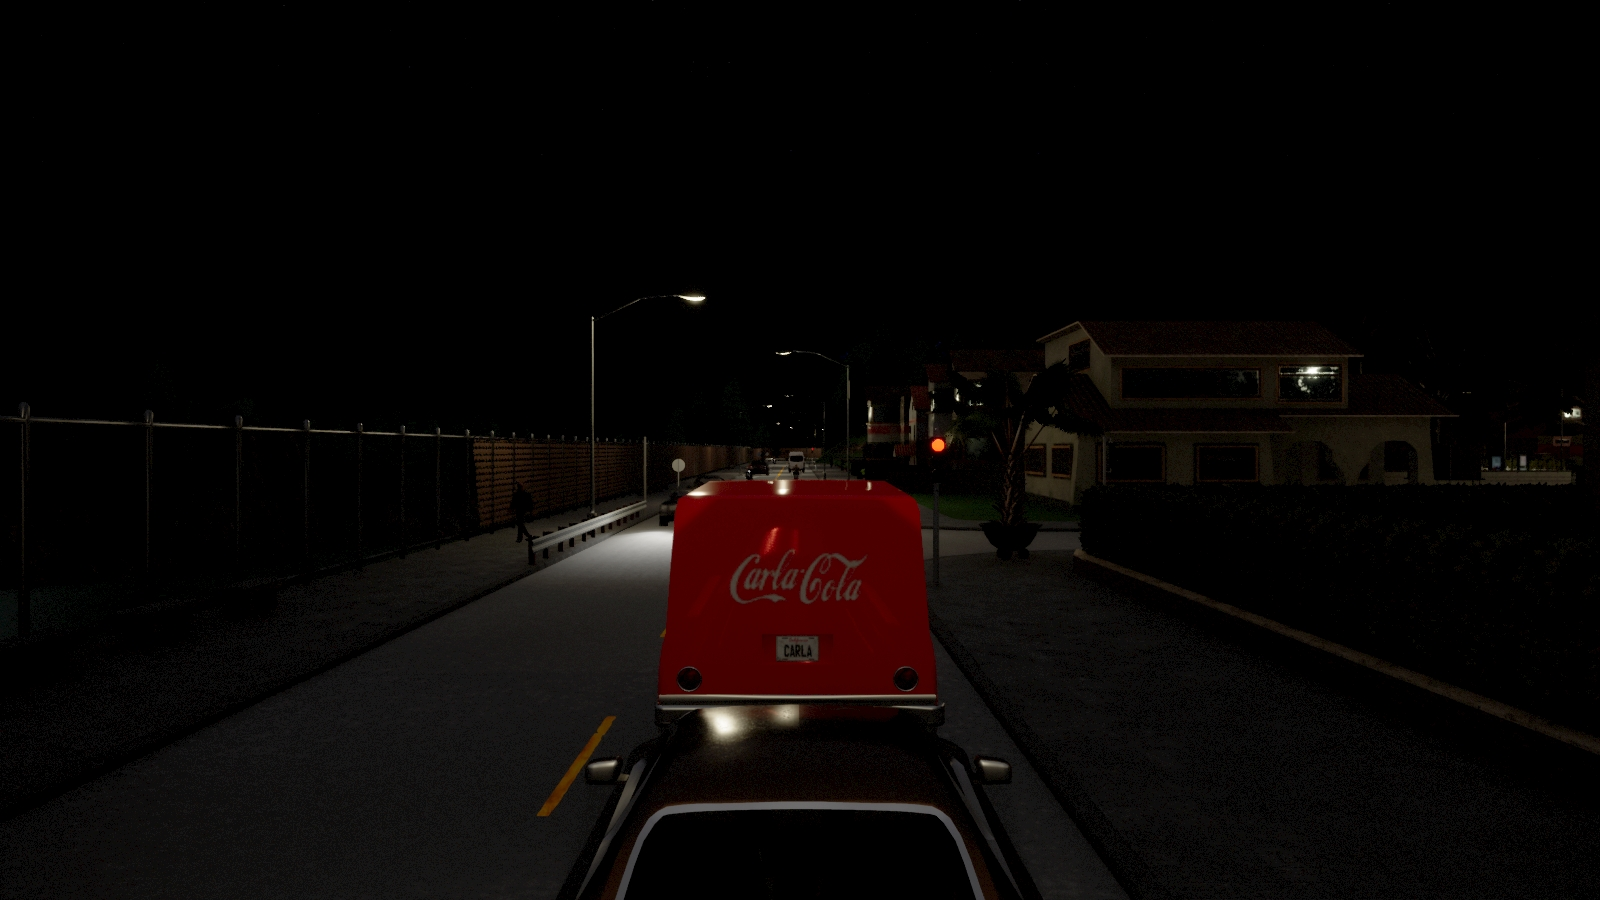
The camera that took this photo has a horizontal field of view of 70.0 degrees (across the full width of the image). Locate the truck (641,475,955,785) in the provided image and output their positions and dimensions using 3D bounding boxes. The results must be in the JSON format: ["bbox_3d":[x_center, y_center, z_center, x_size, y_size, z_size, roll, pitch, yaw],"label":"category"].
[{"bbox_3d":[-0.025,1.564,12.158,2.627,2.467,5.204,0,0,0],"label":"truck"}]

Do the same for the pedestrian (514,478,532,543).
[{"bbox_3d":[-7.984,1.733,32.916,0.375,1.860,0.375,0,0,15],"label":"pedestrian"}]

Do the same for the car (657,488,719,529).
[{"bbox_3d":[-4.121,2.140,42.764,1.895,1.301,4.718,0,0,0],"label":"car"}]

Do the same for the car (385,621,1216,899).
[{"bbox_3d":[-0.006,1.989,5.238,2.152,1.651,5.027,0,0,0],"label":"car"}]
